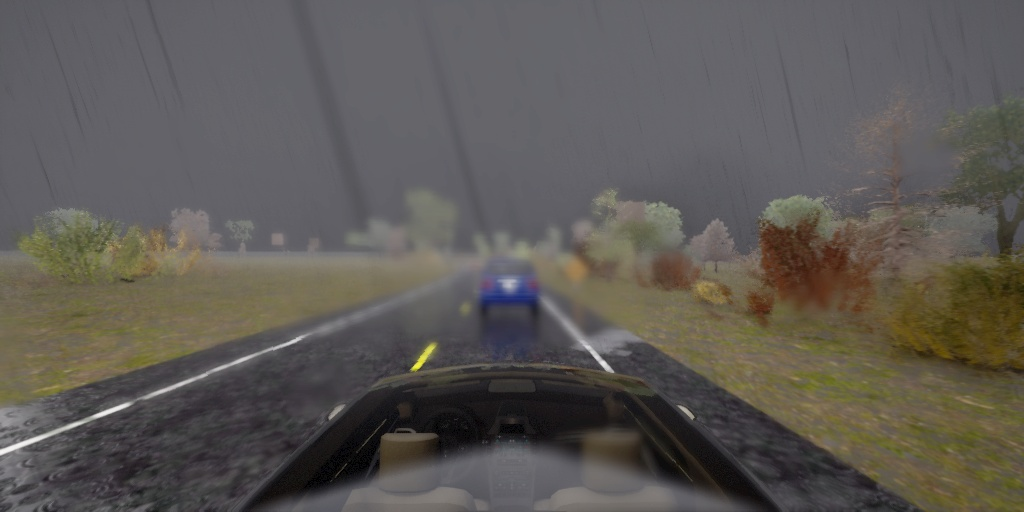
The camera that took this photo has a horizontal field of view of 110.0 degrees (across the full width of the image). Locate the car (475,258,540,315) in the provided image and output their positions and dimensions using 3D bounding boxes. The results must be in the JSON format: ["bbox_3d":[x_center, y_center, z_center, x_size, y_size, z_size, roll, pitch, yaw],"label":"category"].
[{"bbox_3d":[-0.112,1.106,14.488,2.150,2.045,5.566,0,0,-1],"label":"car"}]

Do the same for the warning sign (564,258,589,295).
[{"bbox_3d":[3.340,1.036,18.619,1.300,1.860,1.060,0,0,-2],"label":"warning sign"}]
